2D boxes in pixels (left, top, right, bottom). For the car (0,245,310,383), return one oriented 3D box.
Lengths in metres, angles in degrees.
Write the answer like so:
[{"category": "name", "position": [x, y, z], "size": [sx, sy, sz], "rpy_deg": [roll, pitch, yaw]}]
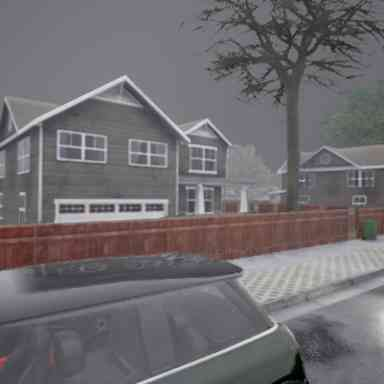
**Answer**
[{"category": "car", "position": [-1.261, 1.368, 2.255], "size": [4.553, 1.767, 2.097], "rpy_deg": [1, -1, -36]}]
